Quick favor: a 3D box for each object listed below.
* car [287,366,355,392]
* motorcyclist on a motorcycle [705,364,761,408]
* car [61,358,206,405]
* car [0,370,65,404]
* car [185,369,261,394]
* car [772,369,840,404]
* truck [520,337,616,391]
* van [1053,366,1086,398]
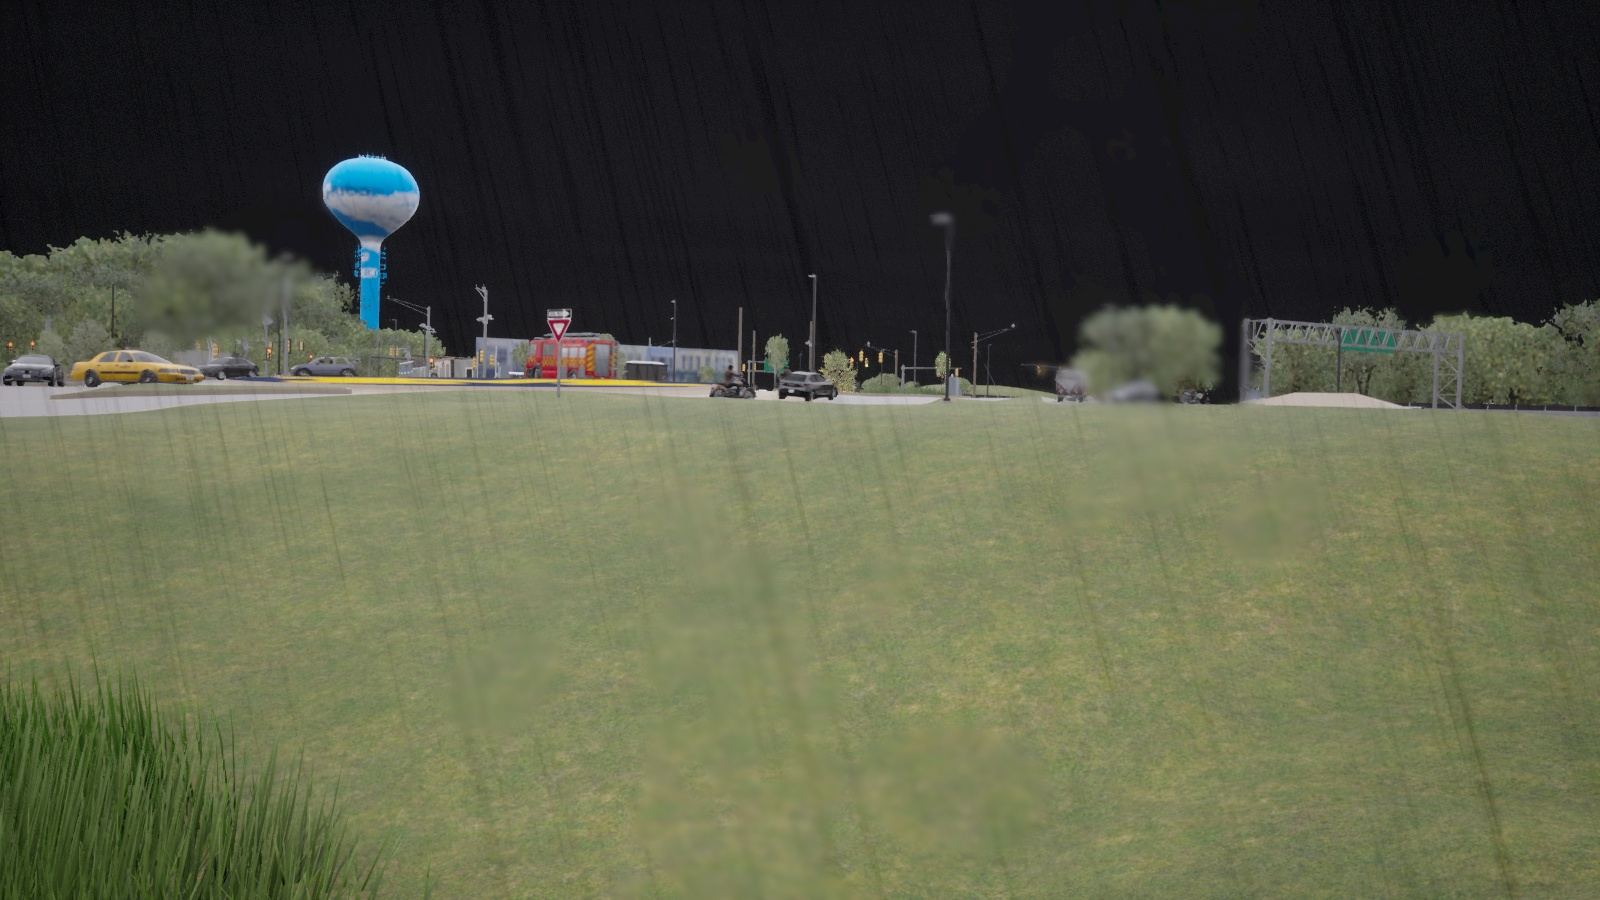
[{"bbox_3d":[-29.360,-4.353,76.987,3.806,1.475,1.970,-3,2,-23],"label":"car"},{"bbox_3d":[-2.694,-2.562,50.617,0.766,1.649,2.350,1,1,44],"label":"motorcyclist on a motorcycle"},{"bbox_3d":[-24.777,-2.512,46.661,5.366,1.575,1.801,1,1,23],"label":"car"},{"bbox_3d":[-34.208,-2.781,56.087,1.812,1.442,4.674,0,2,-23],"label":"car"},{"bbox_3d":[-37.673,-4.503,82.134,1.837,1.490,4.892,0,5,14],"label":"car"},{"bbox_3d":[0.362,-3.268,63.836,1.816,1.474,4.193,6,7,24],"label":"car"},{"bbox_3d":[-17.285,-6.298,93.095,2.891,3.827,8.468,-1,3,-43],"label":"truck"},{"bbox_3d":[17.624,-4.465,81.902,1.775,1.987,4.442,3,4,15],"label":"van"}]
